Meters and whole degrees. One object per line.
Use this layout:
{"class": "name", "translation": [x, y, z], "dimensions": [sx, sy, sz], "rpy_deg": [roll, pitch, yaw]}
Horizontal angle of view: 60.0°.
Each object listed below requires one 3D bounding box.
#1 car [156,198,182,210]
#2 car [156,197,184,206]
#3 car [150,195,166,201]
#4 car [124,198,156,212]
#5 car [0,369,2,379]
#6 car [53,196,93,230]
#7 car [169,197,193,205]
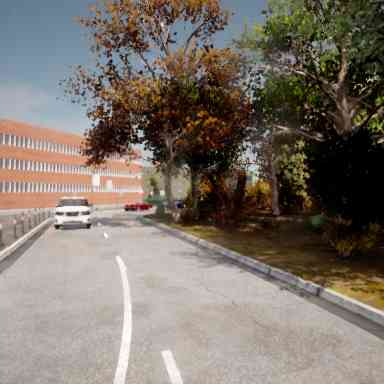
{"class": "car", "translation": [-2.687, 1.877, 45.918], "dimensions": [1.895, 1.301, 4.718], "rpy_deg": [0, 0, 21]}
{"class": "car", "translation": [-4.224, 1.834, 64.043], "dimensions": [5.008, 1.535, 2.097], "rpy_deg": [0, 0, 20]}
{"class": "car", "translation": [-6.202, 1.558, 58.749], "dimensions": [5.566, 2.045, 2.435], "rpy_deg": [0, 0, 20]}
{"class": "car", "translation": [-7.044, 1.854, 43.632], "dimensions": [1.895, 1.301, 4.718], "rpy_deg": [0, 0, 20]}
{"class": "car", "translation": [-2.671, 1.491, 1.036], "dimensions": [2.128, 1.511, 4.902], "rpy_deg": [0, 0, 1]}
{"class": "car", "translation": [-7.974, 1.309, 22.433], "dimensions": [2.150, 2.045, 5.566], "rpy_deg": [0, 0, -18]}
{"class": "car", "translation": [-2.266, 1.893, 69.344], "dimensions": [4.674, 1.452, 2.002], "rpy_deg": [0, 0, 20]}
